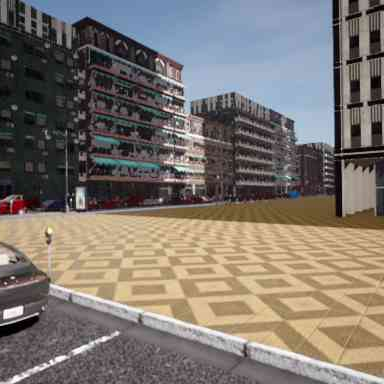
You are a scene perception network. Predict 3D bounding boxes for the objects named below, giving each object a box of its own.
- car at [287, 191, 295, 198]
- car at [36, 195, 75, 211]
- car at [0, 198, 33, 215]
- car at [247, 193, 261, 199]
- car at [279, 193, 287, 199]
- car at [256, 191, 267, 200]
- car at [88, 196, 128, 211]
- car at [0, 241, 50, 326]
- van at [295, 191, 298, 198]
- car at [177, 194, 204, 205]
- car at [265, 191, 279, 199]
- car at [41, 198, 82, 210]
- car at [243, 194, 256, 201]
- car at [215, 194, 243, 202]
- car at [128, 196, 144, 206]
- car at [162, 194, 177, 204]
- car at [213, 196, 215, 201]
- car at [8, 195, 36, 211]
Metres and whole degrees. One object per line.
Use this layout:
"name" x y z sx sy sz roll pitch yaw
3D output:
"car" 22.925 0.954 81.616 1.802 1.307 4.206 -1 0 36
"car" -15.233 1.220 39.068 2.097 1.767 4.553 -1 0 36
"car" -16.122 1.433 27.996 1.802 1.307 4.206 -1 0 36
"car" 16.152 1.068 86.550 1.947 1.339 4.313 -1 0 36
"car" 19.670 0.960 77.147 2.008 1.369 4.403 -1 0 36
"car" 13.163 1.068 68.211 1.802 1.307 4.206 -1 0 36
"car" -9.616 1.207 36.933 1.967 1.590 4.097 -1 0 36
"car" -4.419 1.558 6.221 4.403 1.369 2.008 0 -1 36
"van" 26.176 0.676 86.084 1.690 1.788 3.998 -1 0 36
"car" 0.146 1.083 50.338 1.967 1.590 4.097 -1 0 36
"car" 16.414 0.762 72.679 2.192 1.841 5.009 -1 0 36
"car" -16.387 1.441 41.868 1.887 1.381 4.507 -1 0 36
"car" 9.909 1.069 63.743 1.887 1.381 4.507 -1 0 36
"car" 6.655 1.114 59.274 2.008 1.369 4.403 -1 0 36
"car" -8.956 1.313 47.660 1.812 1.442 4.674 -1 0 36
"car" -3.037 1.066 55.731 2.097 1.767 4.553 -1 0 36
"car" 6.388 1.056 73.145 1.967 1.590 4.097 -1 0 36
"car" -19.644 1.254 37.399 2.192 1.841 5.009 -1 0 36
